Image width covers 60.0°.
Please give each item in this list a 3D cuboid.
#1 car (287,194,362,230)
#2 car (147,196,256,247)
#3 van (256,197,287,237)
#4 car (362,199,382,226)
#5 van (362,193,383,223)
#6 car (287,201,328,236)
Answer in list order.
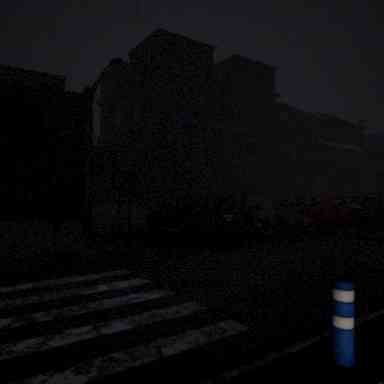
[{"bbox_3d":[6.789,1.174,20.176,2.435,2.045,5.566,0,0,-35],"label":"car"},{"bbox_3d":[-0.048,1.209,15.406,2.435,2.045,5.566,0,0,-35],"label":"car"},{"bbox_3d":[2.313,1.225,16.875,1.878,1.987,4.442,0,0,-35],"label":"van"},{"bbox_3d":[9.188,1.410,21.809,2.231,1.521,4.892,-1,0,-35],"label":"car"},{"bbox_3d":[11.395,1.166,23.505,1.878,1.987,4.442,0,0,-35],"label":"van"},{"bbox_3d":[4.646,1.468,18.612,2.163,1.488,4.792,0,0,-35],"label":"car"}]
